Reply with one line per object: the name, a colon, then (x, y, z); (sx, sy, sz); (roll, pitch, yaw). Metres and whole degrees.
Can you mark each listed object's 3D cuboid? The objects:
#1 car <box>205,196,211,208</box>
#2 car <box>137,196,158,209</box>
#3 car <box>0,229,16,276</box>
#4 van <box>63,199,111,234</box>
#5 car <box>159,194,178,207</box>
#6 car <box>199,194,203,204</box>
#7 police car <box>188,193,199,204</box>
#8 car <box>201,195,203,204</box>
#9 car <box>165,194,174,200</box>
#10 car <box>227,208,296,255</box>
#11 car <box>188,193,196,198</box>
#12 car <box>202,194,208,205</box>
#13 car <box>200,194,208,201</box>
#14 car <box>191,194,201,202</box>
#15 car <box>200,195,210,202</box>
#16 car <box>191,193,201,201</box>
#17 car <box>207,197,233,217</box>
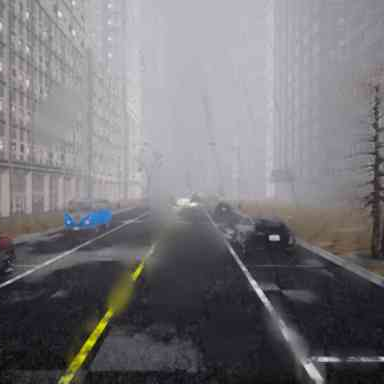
car: (2.677, 1.447, 35.440); (1.802, 1.307, 4.206); (-1, 0, 0)
car: (-5.703, 1.423, 41.082); (1.802, 1.307, 4.206); (-1, 0, 0)
car: (-5.701, 1.412, 7.234); (1.967, 1.590, 4.097); (-1, 0, 0)
van: (-5.704, 1.270, 18.516); (1.690, 1.788, 3.998); (-1, 0, 0)
car: (-3.084, 1.295, 47.265); (1.882, 1.535, 5.008); (0, 0, 0)
car: (2.675, 1.342, 58.011); (1.947, 1.339, 4.313); (-1, 0, 0)
police car: (0.598, 1.196, 59.338); (1.930, 1.638, 5.238); (0, 0, -5)
car: (2.676, 1.387, 46.725); (1.947, 1.339, 4.313); (-1, 0, 0)
car: (-5.709, 1.209, 86.212); (2.008, 1.369, 4.403); (-1, 0, 0)
car: (2.681, 1.518, 12.869); (1.947, 1.339, 4.313); (-1, 0, 0)
car: (-0.012, 1.058, 93.606); (1.994, 1.385, 4.181); (0, 0, 0)
car: (2.676, 1.283, 41.082); (1.967, 1.590, 4.097); (-1, 0, 0)
car: (2.673, 1.232, 75.108); (1.752, 1.417, 4.829); (-1, 0, 0)
car: (0.810, 1.236, 69.272); (1.837, 1.490, 4.892); (0, 0, 0)
car: (2.673, 1.276, 69.296); (1.887, 1.381, 4.507); (-1, 0, 0)
car: (0.838, 1.058, 75.241); (2.097, 1.767, 4.553); (0, 0, 0)
car: (2.679, 1.453, 29.797); (1.947, 1.339, 4.313); (-1, 0, 0)
